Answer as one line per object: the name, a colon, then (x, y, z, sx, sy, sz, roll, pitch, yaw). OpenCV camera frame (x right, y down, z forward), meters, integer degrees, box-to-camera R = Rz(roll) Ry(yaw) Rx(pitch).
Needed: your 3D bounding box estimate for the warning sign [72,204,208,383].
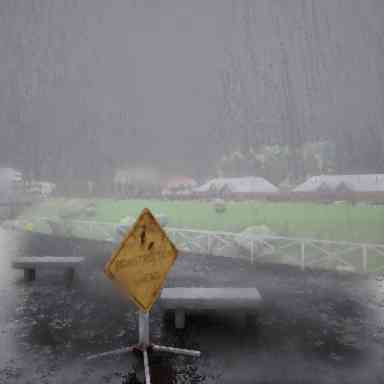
warning sign: (-0.594, 1.115, 4.109, 1.060, 1.860, 1.300, 0, 0, 36)
